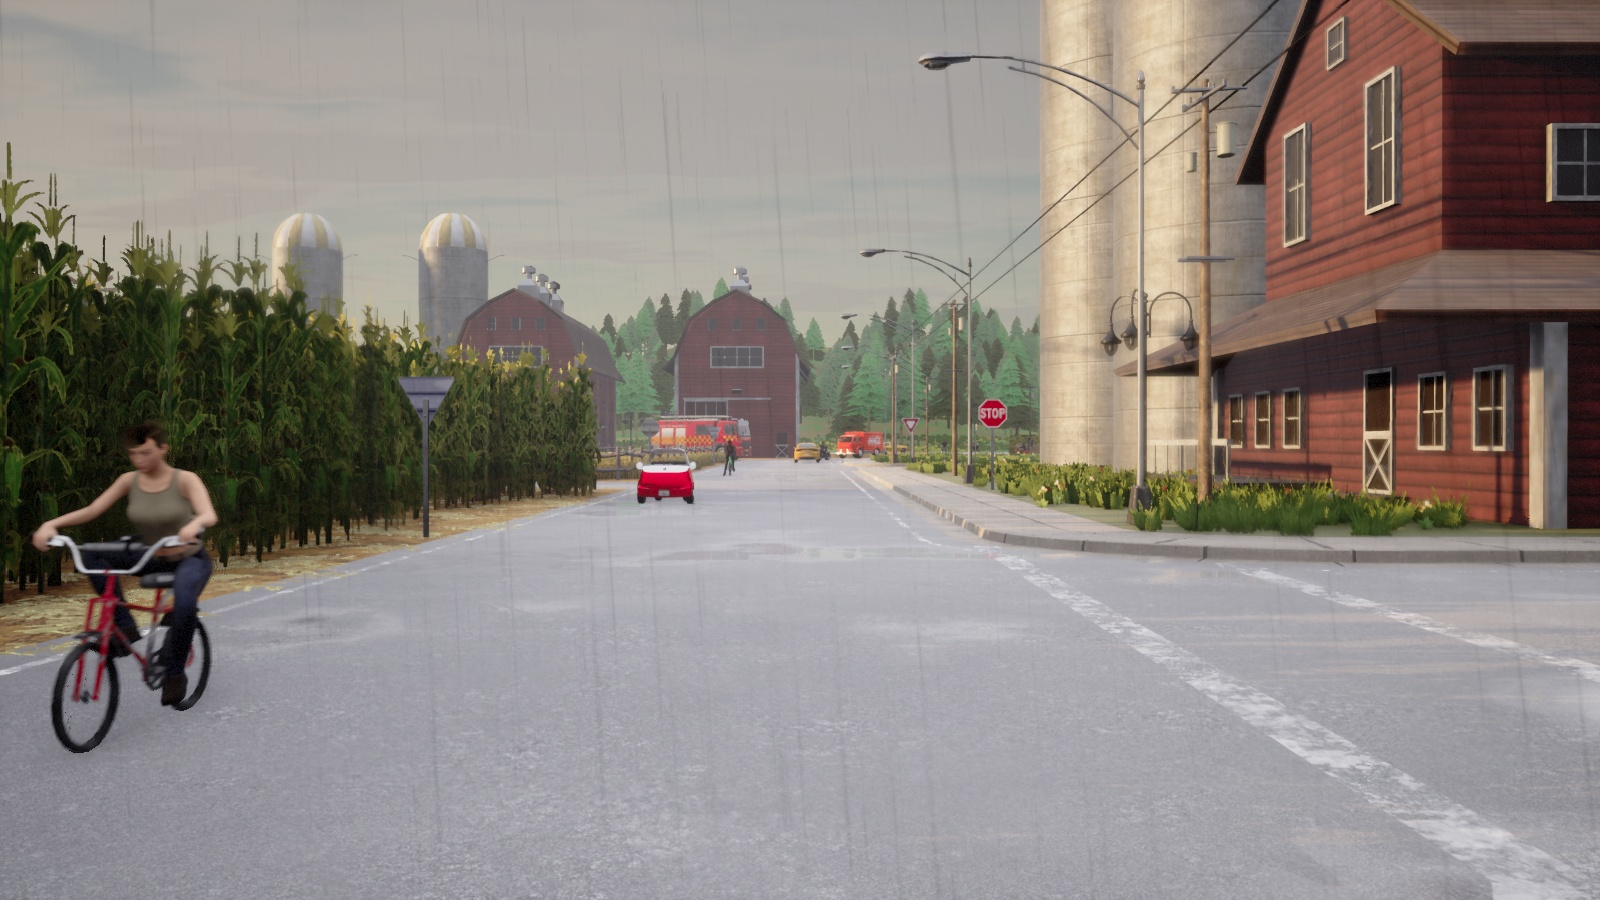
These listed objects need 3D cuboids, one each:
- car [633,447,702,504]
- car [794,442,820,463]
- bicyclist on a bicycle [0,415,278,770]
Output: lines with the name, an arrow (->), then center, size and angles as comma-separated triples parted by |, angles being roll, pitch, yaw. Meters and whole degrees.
car -> -3.307, 0.620, 31.662 | 1.481, 1.376, 2.207 | 0, 0, 0
car -> 0.535, 0.185, 95.582 | 1.882, 1.535, 5.008 | 0, 0, 0
bicyclist on a bicycle -> -3.443, 0.644, 6.466 | 0.866, 1.612, 1.509 | 0, 0, 1
